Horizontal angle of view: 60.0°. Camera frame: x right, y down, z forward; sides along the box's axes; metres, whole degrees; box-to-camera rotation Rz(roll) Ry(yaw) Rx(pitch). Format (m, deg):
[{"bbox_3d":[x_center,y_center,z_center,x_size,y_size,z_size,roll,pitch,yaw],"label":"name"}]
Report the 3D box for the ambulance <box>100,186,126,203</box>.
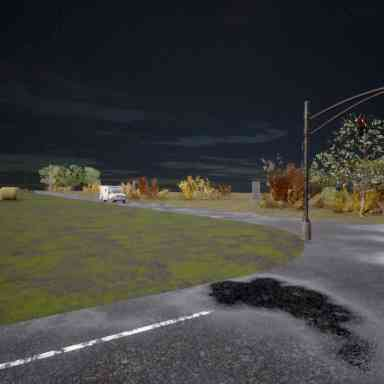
[{"bbox_3d":[-11.912,0.341,50.044,2.351,2.431,6.366,2,0,-32],"label":"ambulance"}]
